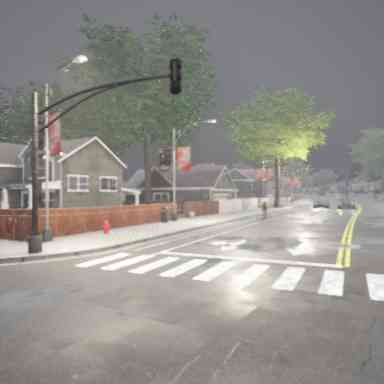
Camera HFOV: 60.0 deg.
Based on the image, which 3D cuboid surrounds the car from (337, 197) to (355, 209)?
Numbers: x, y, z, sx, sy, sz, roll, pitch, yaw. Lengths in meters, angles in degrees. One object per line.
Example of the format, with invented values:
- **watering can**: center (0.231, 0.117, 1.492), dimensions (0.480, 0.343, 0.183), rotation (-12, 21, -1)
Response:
- **car**: center (21.702, 1.496, 46.691), dimensions (2.097, 1.767, 4.553), rotation (-1, 0, 28)

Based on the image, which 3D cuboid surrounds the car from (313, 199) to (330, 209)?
- **car**: center (18.799, 1.746, 48.146), dimensions (1.994, 1.385, 4.181), rotation (-1, 0, 28)

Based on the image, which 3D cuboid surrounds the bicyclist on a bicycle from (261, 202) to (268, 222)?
- **bicyclist on a bicycle**: center (5.880, 1.608, 27.014), dimensions (0.582, 1.620, 1.656), rotation (-1, 0, 25)
